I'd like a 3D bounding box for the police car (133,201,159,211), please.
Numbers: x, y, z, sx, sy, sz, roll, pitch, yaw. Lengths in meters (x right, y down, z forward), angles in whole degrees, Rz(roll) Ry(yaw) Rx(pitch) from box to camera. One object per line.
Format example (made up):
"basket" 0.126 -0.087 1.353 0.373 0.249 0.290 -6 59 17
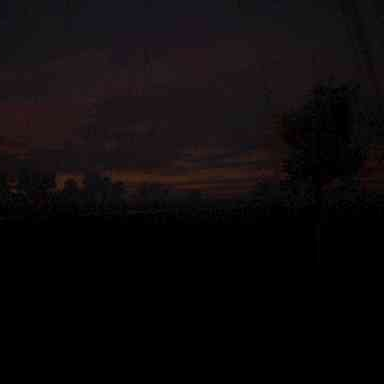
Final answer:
"police car" -7.819 2.389 56.746 1.930 1.638 5.238 -2 -2 36
